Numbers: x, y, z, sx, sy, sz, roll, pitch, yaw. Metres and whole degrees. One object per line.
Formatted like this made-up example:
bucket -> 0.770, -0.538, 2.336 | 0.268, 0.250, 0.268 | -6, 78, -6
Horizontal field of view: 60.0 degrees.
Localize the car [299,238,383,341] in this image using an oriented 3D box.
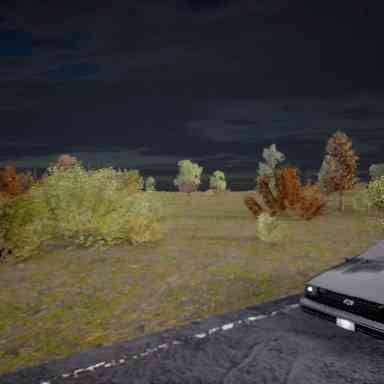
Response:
car -> 4.440, 1.512, 6.273 | 5.357, 1.411, 2.033 | 0, 0, -33
